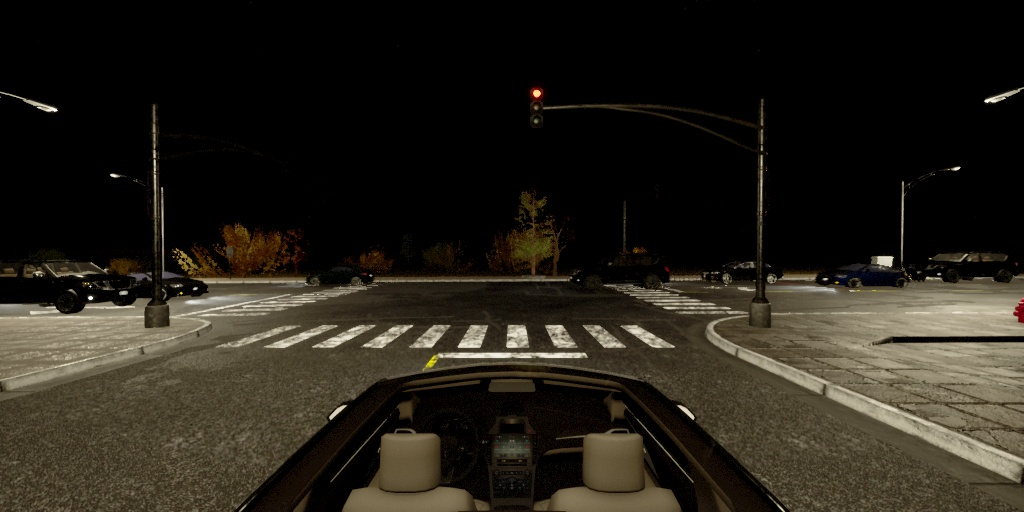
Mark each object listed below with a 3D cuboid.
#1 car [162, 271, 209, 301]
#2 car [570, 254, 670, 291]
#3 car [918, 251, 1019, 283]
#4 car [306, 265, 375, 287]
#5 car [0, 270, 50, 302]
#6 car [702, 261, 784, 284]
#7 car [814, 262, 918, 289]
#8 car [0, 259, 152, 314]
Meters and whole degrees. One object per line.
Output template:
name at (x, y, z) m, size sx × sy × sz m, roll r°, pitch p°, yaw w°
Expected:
car at (-17.520, 1.437, 17.589) m, size 4.181 × 1.385 × 1.994 m, roll 0°, pitch 1°, yaw 0°
car at (6.216, 0.896, 20.854) m, size 5.566 × 2.045 × 2.150 m, roll 0°, pitch 1°, yaw 0°
car at (29.944, 0.712, 23.912) m, size 5.566 × 2.045 × 2.150 m, roll 0°, pitch 1°, yaw 0°
car at (-11.520, 1.312, 24.243) m, size 4.181 × 1.385 × 1.994 m, roll 0°, pitch 1°, yaw 0°
car at (-26.760, 1.482, 17.661) m, size 5.357 × 1.411 × 2.033 m, roll 0°, pitch 1°, yaw 0°
car at (15.374, 1.068, 24.031) m, size 4.902 × 1.511 × 2.128 m, roll 0°, pitch 1°, yaw 0°
car at (20.147, 1.153, 20.745) m, size 4.181 × 1.385 × 1.994 m, roll 0°, pitch 1°, yaw 0°
car at (-18.275, 1.140, 14.339) m, size 5.566 × 2.045 × 2.150 m, roll 0°, pitch 1°, yaw 0°
